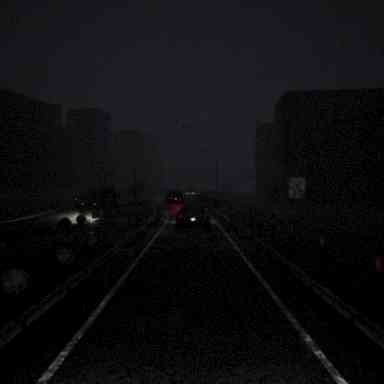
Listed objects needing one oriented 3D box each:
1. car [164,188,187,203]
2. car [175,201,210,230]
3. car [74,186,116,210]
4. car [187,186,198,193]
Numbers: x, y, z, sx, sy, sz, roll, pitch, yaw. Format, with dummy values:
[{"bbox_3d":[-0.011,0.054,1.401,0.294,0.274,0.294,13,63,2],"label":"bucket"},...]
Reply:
[{"bbox_3d":[-2.075,0.345,38.299,1.837,1.490,4.892,-1,4,-8],"label":"car"},{"bbox_3d":[0.026,1.456,20.141,1.994,1.385,4.181,0,0,-1],"label":"car"},{"bbox_3d":[-9.252,0.488,32.286,2.150,2.045,5.566,0,4,10],"label":"car"},{"bbox_3d":[0.098,-0.569,71.651,2.033,1.411,5.357,1,1,12],"label":"car"}]
